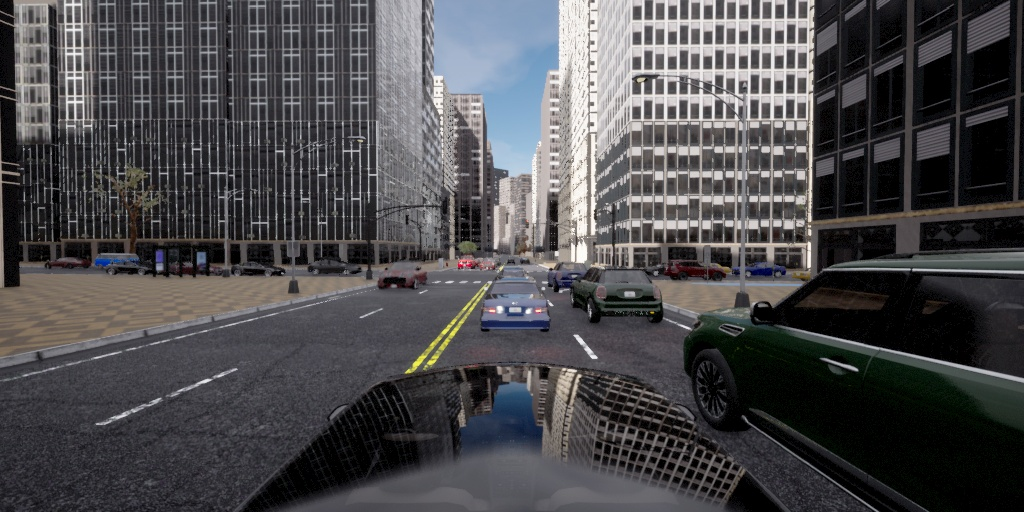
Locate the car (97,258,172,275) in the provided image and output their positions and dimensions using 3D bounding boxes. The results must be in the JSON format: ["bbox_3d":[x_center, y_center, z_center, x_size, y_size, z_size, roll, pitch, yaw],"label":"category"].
[{"bbox_3d":[-34.165,1.069,32.532,4.313,1.339,1.948,0,0,1],"label":"car"}]

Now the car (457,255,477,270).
[{"bbox_3d":[-6.704,0.935,53.403,2.150,2.045,5.566,0,0,0],"label":"car"}]

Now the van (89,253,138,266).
[{"bbox_3d":[-45.375,0.605,41.167,3.998,1.789,1.690,0,0,1],"label":"van"}]

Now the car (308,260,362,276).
[{"bbox_3d":[-17.168,1.119,34.856,4.892,1.490,1.837,1,1,1],"label":"car"}]

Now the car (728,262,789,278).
[{"bbox_3d":[25.696,1.422,37.444,5.008,1.535,1.882,0,1,1],"label":"car"}]

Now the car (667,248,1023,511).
[{"bbox_3d":[3.345,0.971,2.418,2.150,2.045,5.566,0,0,0],"label":"car"}]

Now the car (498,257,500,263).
[{"bbox_3d":[-3.461,1.232,60.101,1.812,1.442,4.674,0,0,0],"label":"car"}]

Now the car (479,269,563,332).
[{"bbox_3d":[0.082,1.293,10.819,2.033,1.411,5.357,0,0,0],"label":"car"}]

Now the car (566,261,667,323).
[{"bbox_3d":[3.327,1.097,12.265,2.097,1.767,4.553,0,0,0],"label":"car"}]

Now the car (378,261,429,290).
[{"bbox_3d":[-6.642,1.091,22.309,2.097,1.767,4.553,0,0,-1],"label":"car"}]

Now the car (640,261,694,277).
[{"bbox_3d":[16.218,1.365,37.609,4.892,1.490,1.837,0,1,-1],"label":"car"}]

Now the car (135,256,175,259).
[{"bbox_3d":[-33.408,0.974,35.151,4.892,1.490,1.837,0,1,1],"label":"car"}]

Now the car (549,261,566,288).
[{"bbox_3d":[3.307,1.092,21.129,2.097,1.767,4.553,0,0,0],"label":"car"}]

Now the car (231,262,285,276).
[{"bbox_3d":[-22.799,1.173,32.251,4.313,1.339,1.948,0,0,1],"label":"car"}]

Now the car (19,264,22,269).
[{"bbox_3d":[-52.333,0.840,35.575,5.357,1.411,2.033,1,1,1],"label":"car"}]

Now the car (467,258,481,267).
[{"bbox_3d":[-6.698,1.179,63.747,1.882,1.535,5.008,0,0,1],"label":"car"}]

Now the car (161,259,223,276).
[{"bbox_3d":[-28.484,1.138,32.371,4.207,1.307,1.802,0,0,1],"label":"car"}]

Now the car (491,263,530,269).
[{"bbox_3d":[0.058,1.304,20.062,1.994,1.385,4.181,0,0,0],"label":"car"}]

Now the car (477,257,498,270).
[{"bbox_3d":[-3.424,1.068,51.257,2.097,1.767,4.553,0,0,-1],"label":"car"}]
